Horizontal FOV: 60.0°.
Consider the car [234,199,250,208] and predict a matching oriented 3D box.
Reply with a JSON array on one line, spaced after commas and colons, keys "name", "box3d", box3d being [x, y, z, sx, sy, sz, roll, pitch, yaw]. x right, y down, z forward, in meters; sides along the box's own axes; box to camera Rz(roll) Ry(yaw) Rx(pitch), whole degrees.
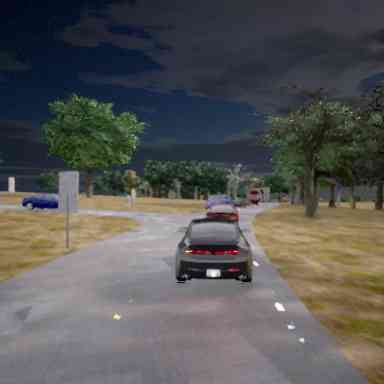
[{"name": "car", "box3d": [7.324, 1.852, 53.191, 2.033, 1.411, 5.357, 0, -1, 19]}]

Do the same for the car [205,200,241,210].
[{"name": "car", "box3d": [1.915, 1.454, 20.397, 1.882, 1.535, 5.008, 0, 0, 8]}]

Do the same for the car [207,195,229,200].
[{"name": "car", "box3d": [3.261, 1.356, 40.987, 2.150, 2.045, 5.566, 0, -1, 18]}]

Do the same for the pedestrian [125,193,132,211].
[{"name": "pedestrian", "box3d": [-6.634, 1.020, 34.802, 0.375, 1.860, 0.375, 0, -4, 9]}]

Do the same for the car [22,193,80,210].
[{"name": "car", "box3d": [-12.399, 0.868, 29.324, 5.008, 1.535, 1.882, 3, -1, 9]}]

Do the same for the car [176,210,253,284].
[{"name": "car", "box3d": [0.640, 1.485, 9.581, 1.837, 1.490, 4.892, 0, 0, 4]}]

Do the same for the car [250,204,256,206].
[{"name": "car", "box3d": [12.018, 1.858, 66.976, 2.097, 1.767, 4.553, 0, -1, 18]}]
